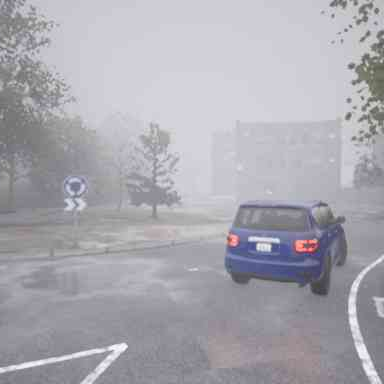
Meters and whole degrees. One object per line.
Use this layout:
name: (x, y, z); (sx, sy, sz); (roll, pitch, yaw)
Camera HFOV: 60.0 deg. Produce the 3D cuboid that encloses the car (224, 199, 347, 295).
car: (2.788, 1.213, 9.081); (2.150, 2.045, 5.566); (0, 0, 30)
